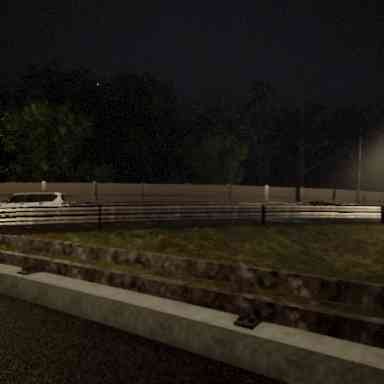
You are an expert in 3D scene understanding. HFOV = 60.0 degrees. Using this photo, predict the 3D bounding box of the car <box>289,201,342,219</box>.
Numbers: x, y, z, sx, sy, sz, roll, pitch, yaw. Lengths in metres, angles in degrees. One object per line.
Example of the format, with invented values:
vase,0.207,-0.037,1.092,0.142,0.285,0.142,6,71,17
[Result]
car,11.049,1.510,29.840,5.008,1.535,1.882,2,0,-19

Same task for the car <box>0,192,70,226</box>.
car,-11.056,1.030,22.123,5.566,2.045,2.150,0,0,-19
